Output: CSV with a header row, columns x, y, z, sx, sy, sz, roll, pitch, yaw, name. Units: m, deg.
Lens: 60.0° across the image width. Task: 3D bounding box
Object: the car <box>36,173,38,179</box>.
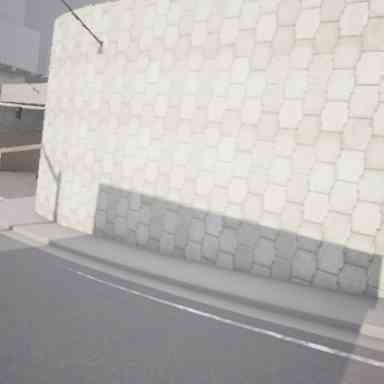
x,y,z,sx,sy,sz,roll,pitch,yaw,name
-9.056,-1.411,24.969,2.097,1.767,4.553,13,8,34,car
